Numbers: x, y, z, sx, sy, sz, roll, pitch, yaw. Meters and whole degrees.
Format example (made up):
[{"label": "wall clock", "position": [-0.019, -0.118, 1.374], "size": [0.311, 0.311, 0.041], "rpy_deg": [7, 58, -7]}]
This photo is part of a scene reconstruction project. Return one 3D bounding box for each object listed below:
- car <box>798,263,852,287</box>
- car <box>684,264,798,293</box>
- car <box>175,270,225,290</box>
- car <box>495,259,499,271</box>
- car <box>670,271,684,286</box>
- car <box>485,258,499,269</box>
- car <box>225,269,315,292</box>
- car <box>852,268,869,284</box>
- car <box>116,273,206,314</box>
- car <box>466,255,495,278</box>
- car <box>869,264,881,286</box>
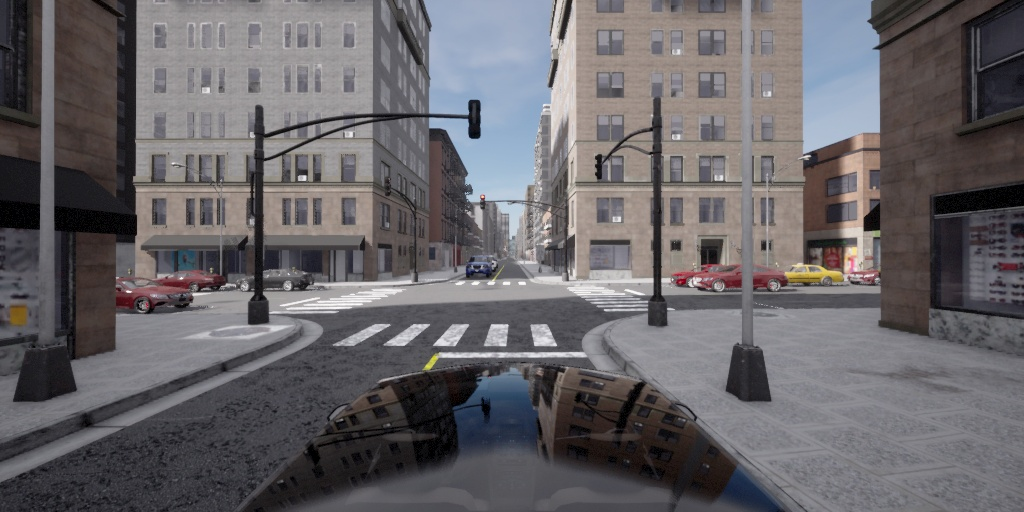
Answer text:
[{"label": "car", "position": [17.452, 1.117, 22.004], "size": [4.829, 1.417, 1.751], "rpy_deg": [0, 0, 0]}, {"label": "car", "position": [12.186, 1.157, 19.283], "size": [4.674, 1.442, 1.812], "rpy_deg": [-1, 0, 1]}, {"label": "car", "position": [-20.161, 1.545, 22.244], "size": [4.207, 1.307, 1.802], "rpy_deg": [0, 0, 0]}, {"label": "car", "position": [-3.125, 0.945, 44.900], "size": [2.150, 2.045, 5.566], "rpy_deg": [0, 0, 0]}, {"label": "car", "position": [12.130, 1.190, 22.039], "size": [4.507, 1.381, 1.888], "rpy_deg": [0, 0, 0]}, {"label": "car", "position": [-3.122, 1.178, 56.572], "size": [1.882, 1.535, 5.008], "rpy_deg": [0, 0, 0]}, {"label": "car", "position": [-14.633, 1.458, 22.209], "size": [4.403, 1.370, 2.007], "rpy_deg": [0, 0, 0]}, {"label": "car", "position": [23.116, 1.121, 21.968], "size": [4.207, 1.307, 1.802], "rpy_deg": [0, 0, 0]}, {"label": "car", "position": [-14.661, 1.451, 13.683], "size": [4.207, 1.307, 1.802], "rpy_deg": [0, 0, 0]}, {"label": "car", "position": [-3.120, 0.960, 34.684], "size": [2.150, 2.045, 5.566], "rpy_deg": [0, 0, 0]}, {"label": "car", "position": [23.016, 1.075, 19.212], "size": [5.357, 1.411, 2.033], "rpy_deg": [-1, 0, 1]}]
